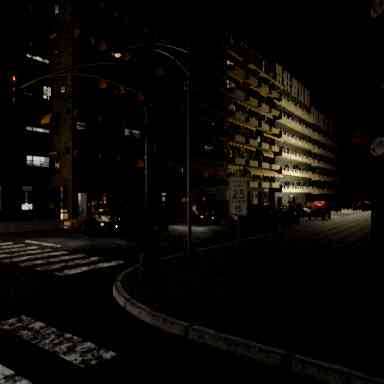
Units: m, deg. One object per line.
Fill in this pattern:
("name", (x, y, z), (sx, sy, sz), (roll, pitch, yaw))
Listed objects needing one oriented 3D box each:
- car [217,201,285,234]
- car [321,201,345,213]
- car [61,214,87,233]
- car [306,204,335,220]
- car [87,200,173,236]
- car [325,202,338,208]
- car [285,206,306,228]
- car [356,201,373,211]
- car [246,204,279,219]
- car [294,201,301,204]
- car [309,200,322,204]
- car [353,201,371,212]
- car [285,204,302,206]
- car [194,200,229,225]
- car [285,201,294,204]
("car", (4.026, 1.712, 21.996), (2.192, 1.841, 5.009), (-1, -2, 35))
("car", (22.555, 2.554, 53.035), (1.837, 1.490, 4.892), (0, -1, 35))
("car", (-6.192, 1.834, 21.924), (1.752, 1.417, 4.829), (-1, -2, 35))
("car", (13.740, 2.284, 35.929), (1.802, 1.307, 4.206), (-1, -2, 35))
("car", (-3.526, 1.541, 21.198), (2.150, 2.045, 5.566), (0, -1, 35))
("car", (32.756, 3.067, 77.828), (1.887, 1.381, 4.507), (-1, -2, 35))
("car", (7.265, 2.044, 26.636), (1.887, 1.381, 4.507), (-1, -2, 35))
("car", (33.163, 2.622, 63.818), (2.192, 1.841, 5.009), (-1, -2, 35))
("car", (8.097, 2.192, 37.857), (1.837, 1.490, 4.892), (0, -1, 35))
("car", (16.567, 2.341, 54.598), (2.192, 1.841, 5.009), (-1, -2, 35))
("car", (23.044, 2.771, 63.887), (1.887, 1.381, 4.507), (-1, -2, 35))
("car", (29.925, 2.523, 59.170), (2.192, 1.841, 5.009), (-1, -2, 35))
("car", (11.844, 2.315, 37.660), (1.895, 1.301, 4.718), (0, -1, 35))
("car", (2.376, 1.729, 29.671), (2.150, 2.045, 5.566), (0, -1, 34))
("car", (13.233, 2.447, 49.806), (1.752, 1.417, 4.829), (-1, -2, 35))
